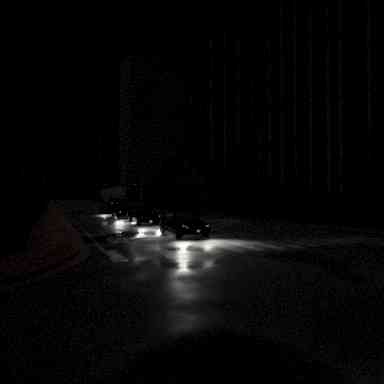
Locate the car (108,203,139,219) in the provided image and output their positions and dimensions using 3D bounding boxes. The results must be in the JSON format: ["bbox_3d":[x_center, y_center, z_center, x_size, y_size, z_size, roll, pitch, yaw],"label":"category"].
[{"bbox_3d":[-7.599,2.195,36.608,1.895,1.301,4.718,0,-1,-23],"label":"car"}]

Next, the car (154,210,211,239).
[{"bbox_3d":[-0.557,1.835,19.799,1.812,1.442,4.674,0,-1,-23],"label":"car"}]

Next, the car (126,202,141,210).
[{"bbox_3d":[-11.190,2.581,63.543,1.812,1.442,4.674,0,-1,-23],"label":"car"}]

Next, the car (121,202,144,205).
[{"bbox_3d":[-8.981,2.415,49.472,1.895,1.301,4.718,0,-1,-23],"label":"car"}]

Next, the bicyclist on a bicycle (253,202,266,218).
[{"bbox_3d":[6.765,1.847,33.332,1.656,1.620,0.582,0,-1,-23],"label":"bicyclist on a bicycle"}]

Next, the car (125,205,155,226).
[{"bbox_3d":[-4.074,2.053,28.189,1.895,1.301,4.718,0,-1,-23],"label":"car"}]

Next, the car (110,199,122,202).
[{"bbox_3d":[-14.599,2.264,62.857,2.150,2.045,5.566,0,-1,-22],"label":"car"}]

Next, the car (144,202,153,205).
[{"bbox_3d":[-7.571,2.416,55.050,1.837,1.490,4.892,0,-1,-22],"label":"car"}]

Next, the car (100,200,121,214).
[{"bbox_3d":[-11.437,2.276,45.820,1.812,1.442,4.674,0,-1,-23],"label":"car"}]
